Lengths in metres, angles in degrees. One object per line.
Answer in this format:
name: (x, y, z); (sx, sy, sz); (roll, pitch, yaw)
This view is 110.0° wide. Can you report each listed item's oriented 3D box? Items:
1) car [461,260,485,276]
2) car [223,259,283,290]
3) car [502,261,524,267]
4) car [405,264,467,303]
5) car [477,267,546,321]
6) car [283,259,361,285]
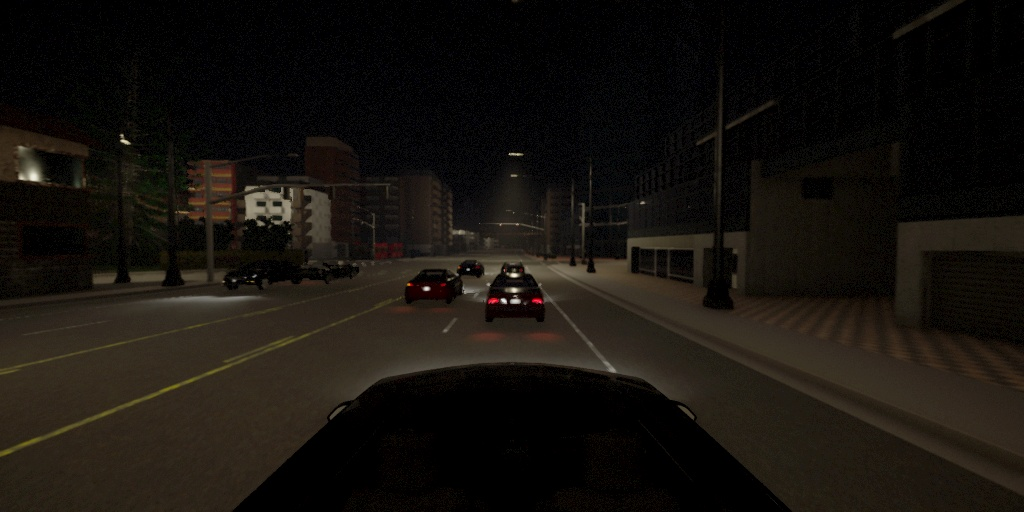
car: (-3.432, 1.001, 30.259); (1.994, 1.385, 4.181); (0, 1, 0)
car: (-14.020, 0.961, 20.516); (1.837, 1.490, 4.892); (0, 1, 0)
car: (0.078, 1.054, 29.687); (1.895, 1.301, 4.718); (0, 2, 0)
car: (-3.415, 1.260, 16.333); (1.994, 1.385, 4.181); (0, 1, 0)
car: (0.090, 1.276, 12.333); (2.033, 1.411, 5.357); (0, 0, 0)
car: (-10.520, 0.865, 20.486); (1.895, 1.301, 4.718); (0, 1, 0)
